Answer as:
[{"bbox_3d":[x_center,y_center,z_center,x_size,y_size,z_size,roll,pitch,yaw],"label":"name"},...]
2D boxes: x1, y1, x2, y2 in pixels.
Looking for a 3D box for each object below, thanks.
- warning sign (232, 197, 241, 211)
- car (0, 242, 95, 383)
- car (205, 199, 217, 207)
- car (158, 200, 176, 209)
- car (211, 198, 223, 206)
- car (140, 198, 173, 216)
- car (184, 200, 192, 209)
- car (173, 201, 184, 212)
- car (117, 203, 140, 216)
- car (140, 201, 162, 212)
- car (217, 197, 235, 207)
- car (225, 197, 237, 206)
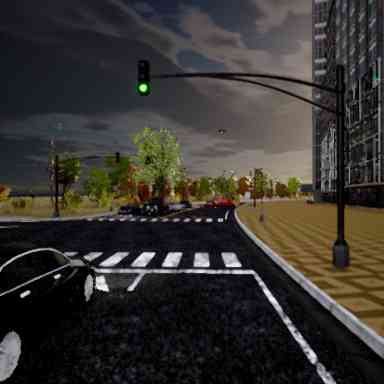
[{"bbox_3d":[6.207,1.690,46.442,1.300,1.860,1.060,0,0,8],"label":"warning sign"},{"bbox_3d":[-3.036,1.571,5.321,1.837,1.490,4.892,0,0,1],"label":"car"},{"bbox_3d":[4.004,2.420,69.427,1.994,1.385,4.181,0,-1,12],"label":"car"},{"bbox_3d":[-4.457,2.227,60.132,2.128,1.511,4.902,0,-1,10],"label":"car"},{"bbox_3d":[5.903,2.334,78.751,2.097,1.767,4.553,0,-1,13],"label":"car"},{"bbox_3d":[-4.120,1.705,39.738,2.150,2.045,5.566,0,-1,7],"label":"car"},{"bbox_3d":[-1.217,2.260,59.770,1.812,1.442,4.674,0,-1,10],"label":"car"},{"bbox_3d":[-2.843,2.207,49.568,1.895,1.301,4.718,0,-1,8],"label":"car"},{"bbox_3d":[-7.389,2.044,39.678,1.994,1.385,4.181,0,-1,7],"label":"car"},{"bbox_3d":[-6.074,2.099,49.920,2.128,1.511,4.902,0,-1,8],"label":"car"},{"bbox_3d":[7.129,2.072,68.331,2.150,2.045,5.566,0,-1,12],"label":"car"},{"bbox_3d":[9.211,2.206,78.637,2.150,2.045,5.566,0,-1,13],"label":"car"}]
